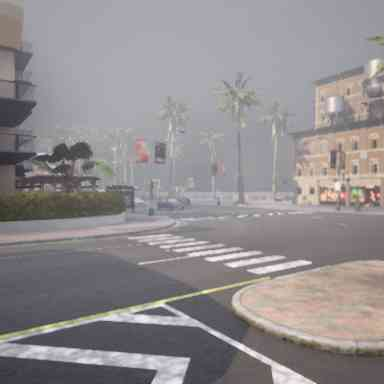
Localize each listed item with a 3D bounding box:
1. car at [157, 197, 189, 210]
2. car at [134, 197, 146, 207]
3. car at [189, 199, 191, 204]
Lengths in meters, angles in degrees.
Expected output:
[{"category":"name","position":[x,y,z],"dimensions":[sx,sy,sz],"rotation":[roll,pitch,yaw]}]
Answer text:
[{"category":"car","position":[-2.762,1.505,41.728],"dimensions":[1.812,1.442,4.674],"rotation":[0,0,-35]},{"category":"car","position":[-8.572,1.505,50.027],"dimensions":[1.812,1.442,4.674],"rotation":[0,0,-35]},{"category":"car","position":[-2.110,1.464,53.322],"dimensions":[2.128,1.511,4.902],"rotation":[0,0,-35]}]
